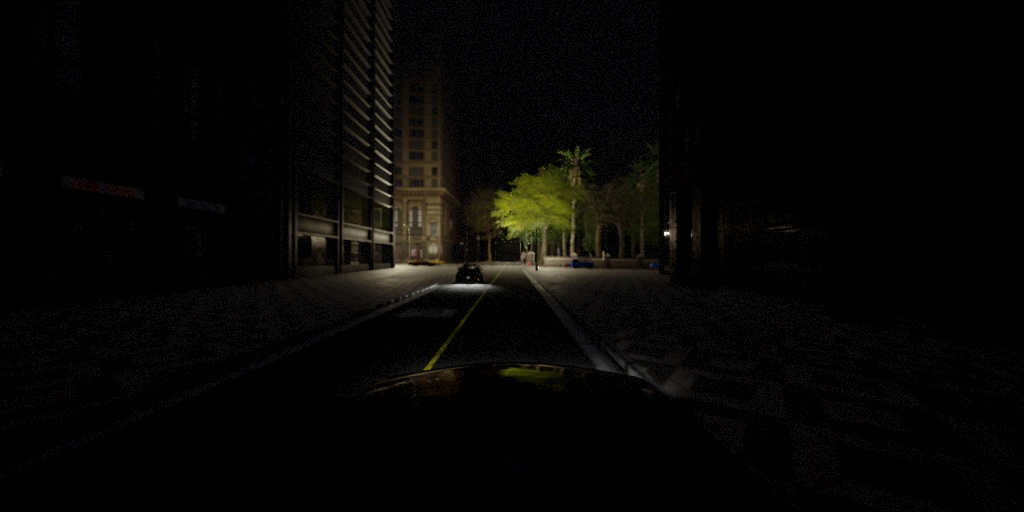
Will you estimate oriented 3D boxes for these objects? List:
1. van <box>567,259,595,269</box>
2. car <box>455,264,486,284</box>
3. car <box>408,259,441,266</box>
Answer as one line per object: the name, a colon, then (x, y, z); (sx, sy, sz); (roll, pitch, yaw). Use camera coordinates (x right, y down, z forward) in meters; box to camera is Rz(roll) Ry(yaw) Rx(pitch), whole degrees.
van: (11.870, 1.375, 60.390); (3.998, 1.789, 1.690); (0, 0, 0)
car: (-3.096, 1.331, 27.266); (1.994, 1.385, 4.181); (0, 0, 0)
car: (-15.047, 1.112, 60.494); (4.829, 1.417, 1.751); (0, 0, 0)
